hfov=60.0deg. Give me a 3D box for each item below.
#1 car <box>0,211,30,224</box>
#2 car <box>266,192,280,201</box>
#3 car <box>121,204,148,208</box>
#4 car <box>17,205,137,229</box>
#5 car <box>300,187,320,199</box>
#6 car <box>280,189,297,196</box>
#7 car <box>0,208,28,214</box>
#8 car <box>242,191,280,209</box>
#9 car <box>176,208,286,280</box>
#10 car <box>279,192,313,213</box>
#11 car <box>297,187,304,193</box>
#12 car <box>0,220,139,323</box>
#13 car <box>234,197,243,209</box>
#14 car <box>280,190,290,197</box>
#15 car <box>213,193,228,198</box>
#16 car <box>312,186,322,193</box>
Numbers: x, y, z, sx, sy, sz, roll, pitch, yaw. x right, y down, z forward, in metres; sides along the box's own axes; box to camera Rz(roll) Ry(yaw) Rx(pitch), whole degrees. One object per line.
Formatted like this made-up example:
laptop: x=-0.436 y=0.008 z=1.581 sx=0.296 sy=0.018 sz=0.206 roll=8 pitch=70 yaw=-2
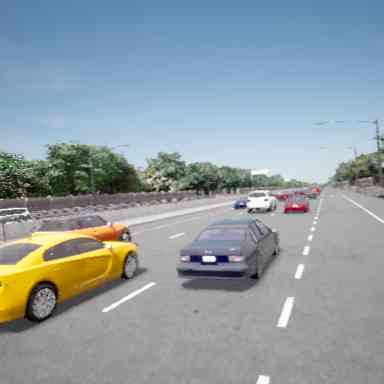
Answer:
car: x=-14.489 y=2.659 z=26.819 sx=1.837 sy=1.490 sz=4.892 roll=-4 pitch=0 yaw=22
car: x=15.524 y=0.801 z=63.714 sx=1.812 sy=1.442 sz=4.674 roll=-4 pitch=0 yaw=22
car: x=-7.119 y=2.378 z=44.797 sx=1.895 sy=1.301 sz=4.718 roll=-4 pitch=0 yaw=22
car: x=-4.517 y=1.740 z=14.050 sx=2.097 sy=1.767 sz=4.553 roll=-4 pitch=0 yaw=22
car: x=20.090 y=0.399 z=56.342 sx=2.128 sy=1.511 sz=4.902 roll=-4 pitch=0 yaw=22
car: x=15.278 y=0.703 z=53.727 sx=1.882 sy=1.535 sz=5.008 roll=-4 pitch=0 yaw=22
car: x=-19.144 y=2.741 z=33.922 sx=2.150 sy=2.045 sz=5.566 roll=-4 pitch=-1 yaw=23
car: x=7.032 y=0.899 z=33.278 sx=2.150 sy=2.045 sz=5.566 roll=-4 pitch=0 yaw=22
car: x=1.334 y=1.503 z=9.857 sx=2.033 sy=1.411 sz=5.357 roll=-4 pitch=0 yaw=22
car: x=9.311 y=1.062 z=29.540 sx=1.994 sy=1.385 sz=4.181 roll=-4 pitch=0 yaw=22
car: x=25.719 y=0.157 z=79.772 sx=1.882 sy=1.535 sz=5.008 roll=-4 pitch=0 yaw=22
car: x=-3.181 y=1.742 z=8.052 sx=1.882 sy=1.535 sz=5.008 roll=-4 pitch=0 yaw=22
car: x=6.665 y=1.316 z=41.645 sx=1.994 sy=1.385 sz=4.181 roll=-4 pitch=0 yaw=22
car: x=23.438 y=0.342 z=83.468 sx=1.882 sy=1.535 sz=5.008 roll=-4 pitch=0 yaw=22
car: x=7.335 y=0.932 z=80.930 sx=2.097 sy=1.767 sz=4.553 roll=-4 pitch=0 yaw=22
car: x=27.996 y=-0.280 z=76.114 sx=2.150 sy=2.045 sz=5.566 roll=-4 pitch=0 yaw=22
